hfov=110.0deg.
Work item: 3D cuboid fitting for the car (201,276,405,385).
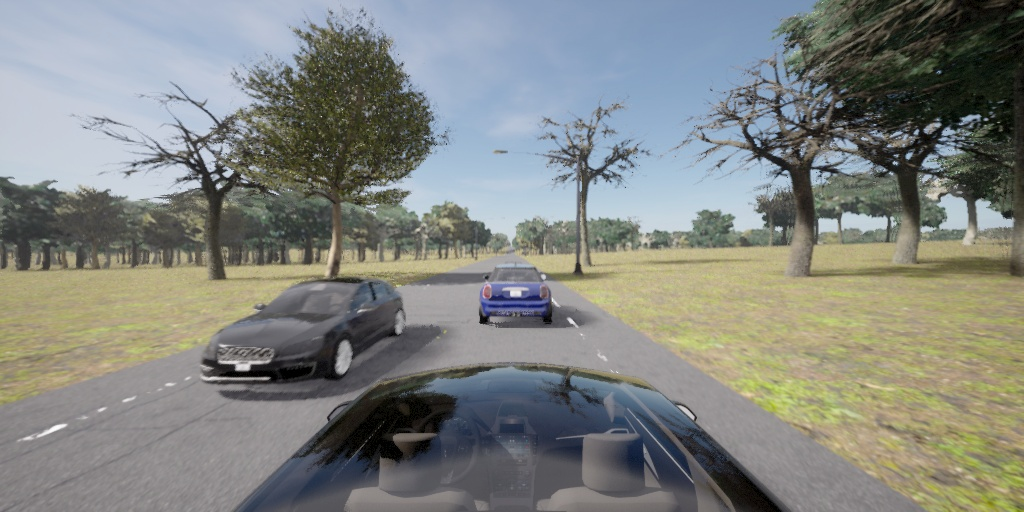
[{"bbox_3d":[-3.599,1.218,7.223,1.837,1.490,4.892,0,0,0],"label":"car"}]

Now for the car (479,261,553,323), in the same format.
[{"bbox_3d":[0.102,1.029,11.933,2.097,1.767,4.553,0,0,0],"label":"car"}]
